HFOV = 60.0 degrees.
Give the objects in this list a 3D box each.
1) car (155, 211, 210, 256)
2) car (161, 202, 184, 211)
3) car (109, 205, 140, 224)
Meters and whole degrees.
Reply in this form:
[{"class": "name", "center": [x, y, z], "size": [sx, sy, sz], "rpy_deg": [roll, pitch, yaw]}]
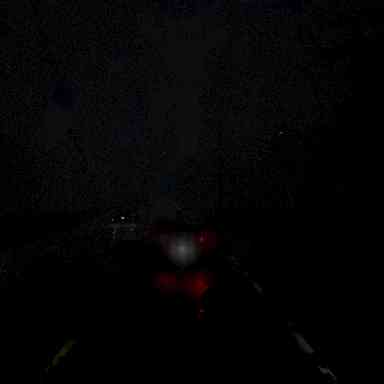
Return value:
[{"class": "car", "center": [-0.430, 1.651, 13.377], "size": [1.895, 1.301, 4.718], "rpy_deg": [0, 0, -3]}, {"class": "car", "center": [-1.798, 1.646, 30.274], "size": [1.882, 1.535, 5.008], "rpy_deg": [0, 0, -3]}, {"class": "car", "center": [-5.046, 1.659, 25.339], "size": [1.994, 1.385, 4.181], "rpy_deg": [0, -1, -5]}]
